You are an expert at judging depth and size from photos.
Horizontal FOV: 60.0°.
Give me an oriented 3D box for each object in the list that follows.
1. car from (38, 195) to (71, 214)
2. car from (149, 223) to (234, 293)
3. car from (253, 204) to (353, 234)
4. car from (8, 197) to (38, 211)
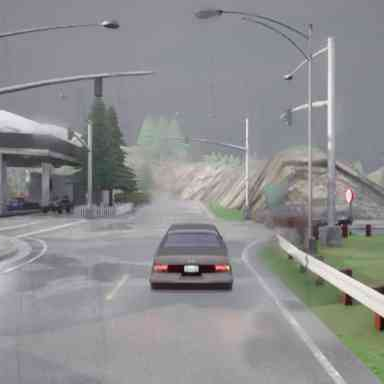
[{"bbox_3d":[-14.539,1.302,35.938,1.905,1.878,3.866,0,0,-1],"label":"car"},{"bbox_3d":[0.020,1.545,9.006,2.033,1.411,5.357,0,0,1],"label":"car"},{"bbox_3d":[5.786,1.361,17.982,2.033,1.411,5.357,-1,0,-38],"label":"car"},{"bbox_3d":[-20.247,1.468,40.214,2.242,1.667,4.611,0,0,-1],"label":"car"}]
